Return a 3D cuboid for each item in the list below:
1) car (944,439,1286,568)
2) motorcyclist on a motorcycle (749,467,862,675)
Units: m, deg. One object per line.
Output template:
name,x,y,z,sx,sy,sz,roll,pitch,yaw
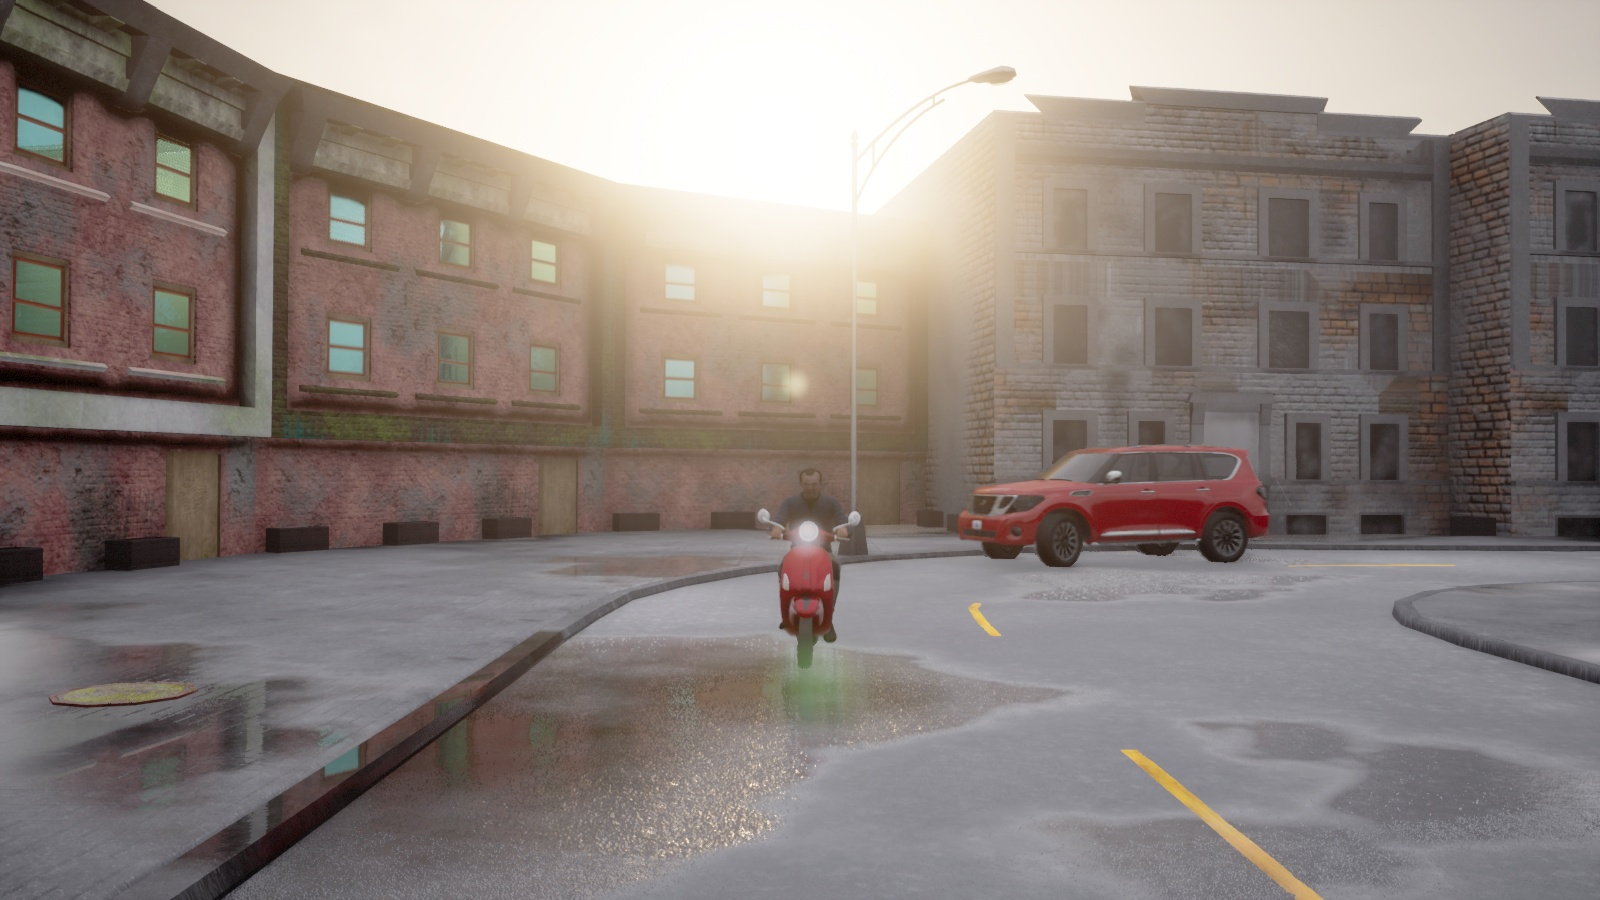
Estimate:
car,5.521,0.882,22.027,5.566,2.045,2.150,0,-1,-21
motorcyclist on a motorcycle,0.078,0.945,10.573,0.866,1.590,1.817,0,-1,2
